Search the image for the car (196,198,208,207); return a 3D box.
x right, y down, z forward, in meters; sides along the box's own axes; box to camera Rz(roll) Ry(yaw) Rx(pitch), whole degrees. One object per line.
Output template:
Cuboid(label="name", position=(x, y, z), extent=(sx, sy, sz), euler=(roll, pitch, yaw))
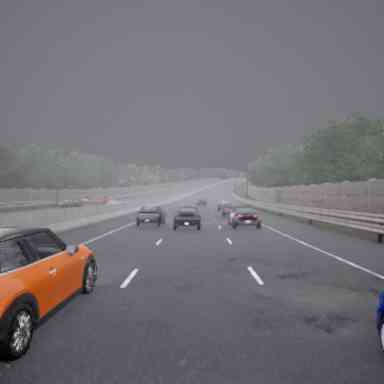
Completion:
Cuboid(label="car", position=(1.828, 2.031, 63.653), extent=(1.837, 1.490, 4.892), euler=(0, -1, 4))

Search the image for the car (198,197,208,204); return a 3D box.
Cuboid(label="car", position=(2.660, 2.045, 78.139), extent=(2.033, 1.411, 5.357), euler=(0, 1, 4))

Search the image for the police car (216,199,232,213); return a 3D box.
Cuboid(label="police car", position=(4.452, 1.912, 46.346), extent=(1.930, 1.638, 5.238), euler=(0, 0, 2))

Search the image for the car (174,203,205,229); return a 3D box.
Cuboid(label="car", position=(-0.202, 1.817, 24.193), extent=(1.837, 1.490, 4.892), euler=(0, 0, 3))

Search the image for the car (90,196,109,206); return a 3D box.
Cuboid(label="car", position=(-16.058, 1.710, 58.621), extent=(2.150, 2.045, 5.566), euler=(0, 0, 3))

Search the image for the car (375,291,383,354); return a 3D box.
Cuboid(label="car", position=(3.503, 1.512, 2.677), extent=(1.882, 1.535, 5.008), euler=(0, -1, 0))

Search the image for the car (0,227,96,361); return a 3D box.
Cuboid(label="car", position=(-3.364, 1.429, 6.209), extent=(2.097, 1.767, 4.553), euler=(0, -1, 0))

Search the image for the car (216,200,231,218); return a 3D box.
Cuboid(label="car", position=(4.059, 1.911, 35.352), extent=(2.128, 1.511, 4.902), euler=(0, 0, 2))

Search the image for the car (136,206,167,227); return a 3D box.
Cuboid(label="car", position=(-3.084, 1.816, 25.806), extent=(2.128, 1.511, 4.902), euler=(0, -1, 1))

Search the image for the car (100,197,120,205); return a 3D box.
Cuboid(label="car", position=(-12.811, 2.012, 53.771), extent=(1.812, 1.442, 4.674), euler=(0, 0, 3))

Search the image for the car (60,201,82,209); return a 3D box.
Cuboid(label="car", position=(-19.782, 2.079, 54.452), extent=(1.895, 1.301, 4.718), euler=(0, 0, 3))

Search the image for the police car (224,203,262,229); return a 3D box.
Cuboid(label="police car", position=(3.774, 1.822, 24.465), extent=(2.038, 1.542, 4.974), euler=(0, -1, 1))
